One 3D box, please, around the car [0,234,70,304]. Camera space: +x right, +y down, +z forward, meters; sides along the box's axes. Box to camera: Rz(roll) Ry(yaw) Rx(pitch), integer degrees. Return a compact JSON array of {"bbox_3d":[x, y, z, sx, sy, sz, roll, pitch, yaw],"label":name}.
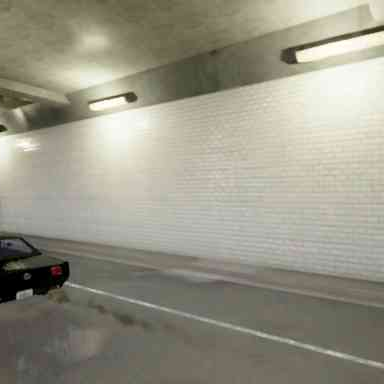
[{"bbox_3d":[-4.933,1.632,7.507,4.718,1.301,1.895,0,0,35],"label":"car"}]
